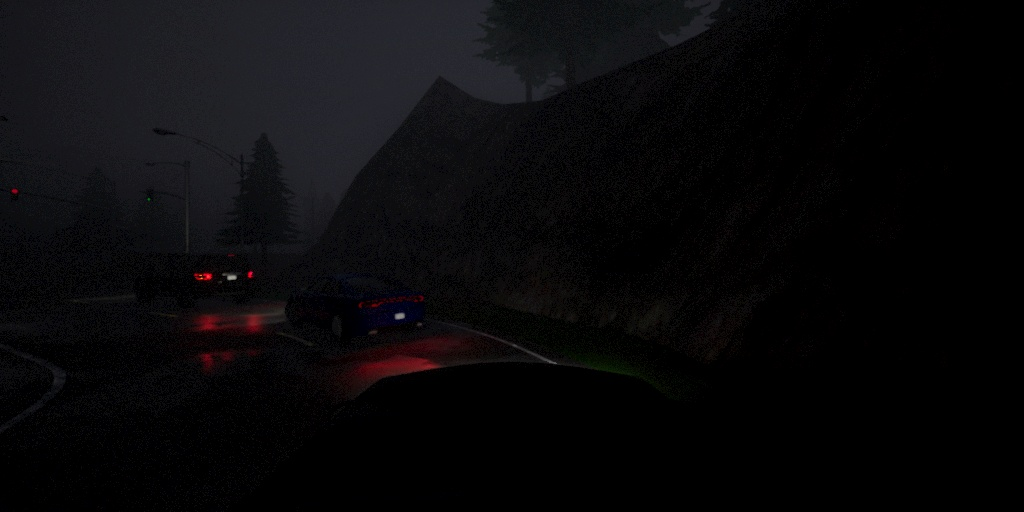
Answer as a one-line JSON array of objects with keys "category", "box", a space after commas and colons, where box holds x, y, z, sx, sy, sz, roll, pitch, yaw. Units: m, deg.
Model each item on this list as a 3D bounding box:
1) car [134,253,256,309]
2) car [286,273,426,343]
[{"category": "car", "box": [-13.001, 0.907, 14.706, 5.566, 2.045, 2.150, 0, 0, 26]}, {"category": "car", "box": [-4.358, 1.187, 9.686, 5.008, 1.535, 1.882, 0, 0, 42]}]
